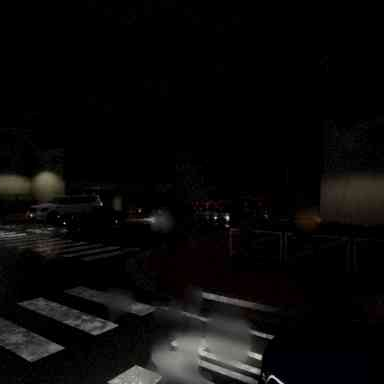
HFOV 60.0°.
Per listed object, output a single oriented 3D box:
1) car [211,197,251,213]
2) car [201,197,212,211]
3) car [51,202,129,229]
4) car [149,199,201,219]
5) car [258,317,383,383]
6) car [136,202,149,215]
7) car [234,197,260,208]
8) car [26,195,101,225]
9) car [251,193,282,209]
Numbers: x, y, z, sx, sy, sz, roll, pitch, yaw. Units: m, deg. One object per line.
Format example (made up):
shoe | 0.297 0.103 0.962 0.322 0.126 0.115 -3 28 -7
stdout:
car | 4.517 1.504 37.757 1.837 1.490 4.892 0 0 35
car | 2.331 1.352 40.718 2.097 1.767 4.553 0 0 36
car | -6.562 1.600 22.248 1.895 1.301 4.718 0 0 36
car | -1.452 1.564 29.408 1.994 1.385 4.181 0 0 35
car | 2.708 1.526 2.063 4.674 1.442 1.812 0 0 35
car | -3.399 1.491 32.699 2.128 1.511 4.902 0 0 36
car | 8.170 1.504 48.831 1.837 1.490 4.892 0 0 36
car | -9.185 1.221 24.629 2.150 2.045 5.566 0 0 36
car | 10.681 1.221 46.327 2.150 2.045 5.566 0 0 36
